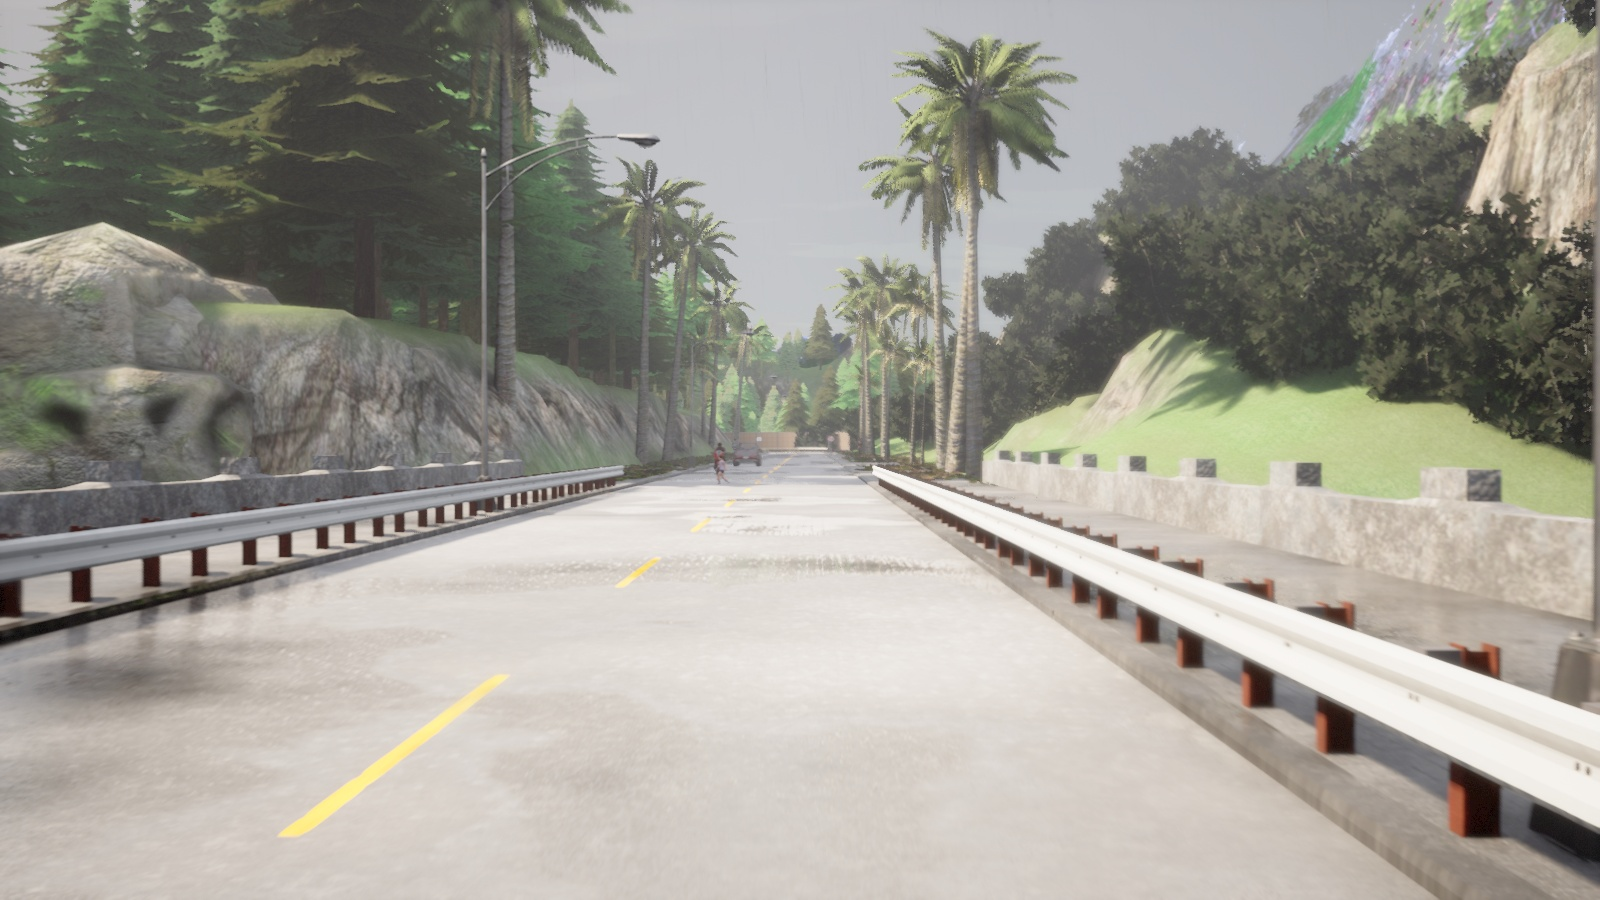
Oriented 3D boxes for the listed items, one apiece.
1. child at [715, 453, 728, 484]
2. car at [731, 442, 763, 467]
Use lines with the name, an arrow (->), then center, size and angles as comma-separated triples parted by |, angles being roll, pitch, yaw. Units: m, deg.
child -> -2.820, 0.670, 45.168 | 0.394, 1.110, 0.255 | 0, 0, -22
car -> -3.366, 0.273, 80.232 | 1.789, 1.549, 3.705 | 0, 0, 1
